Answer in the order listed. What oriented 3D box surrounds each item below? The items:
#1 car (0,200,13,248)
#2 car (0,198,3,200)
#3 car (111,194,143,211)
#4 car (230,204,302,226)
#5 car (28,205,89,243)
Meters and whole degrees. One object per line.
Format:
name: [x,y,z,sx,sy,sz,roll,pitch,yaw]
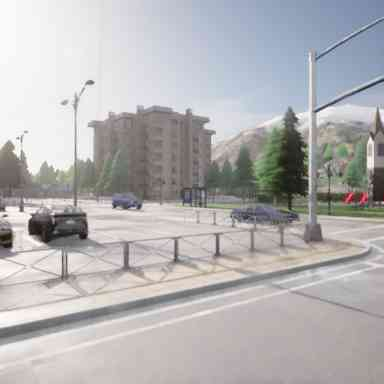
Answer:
car: [-8.757,1.330,13.516,2.152,1.636,5.027,0,0,-36]
car: [-21.484,1.373,36.501,1.845,1.501,3.633,0,0,-36]
car: [-8.307,1.218,42.042,2.150,2.045,5.566,0,0,-36]
car: [5.095,1.542,23.778,2.033,1.411,5.357,0,0,-36]
car: [-6.244,1.338,15.394,2.007,1.523,4.514,0,0,-36]
